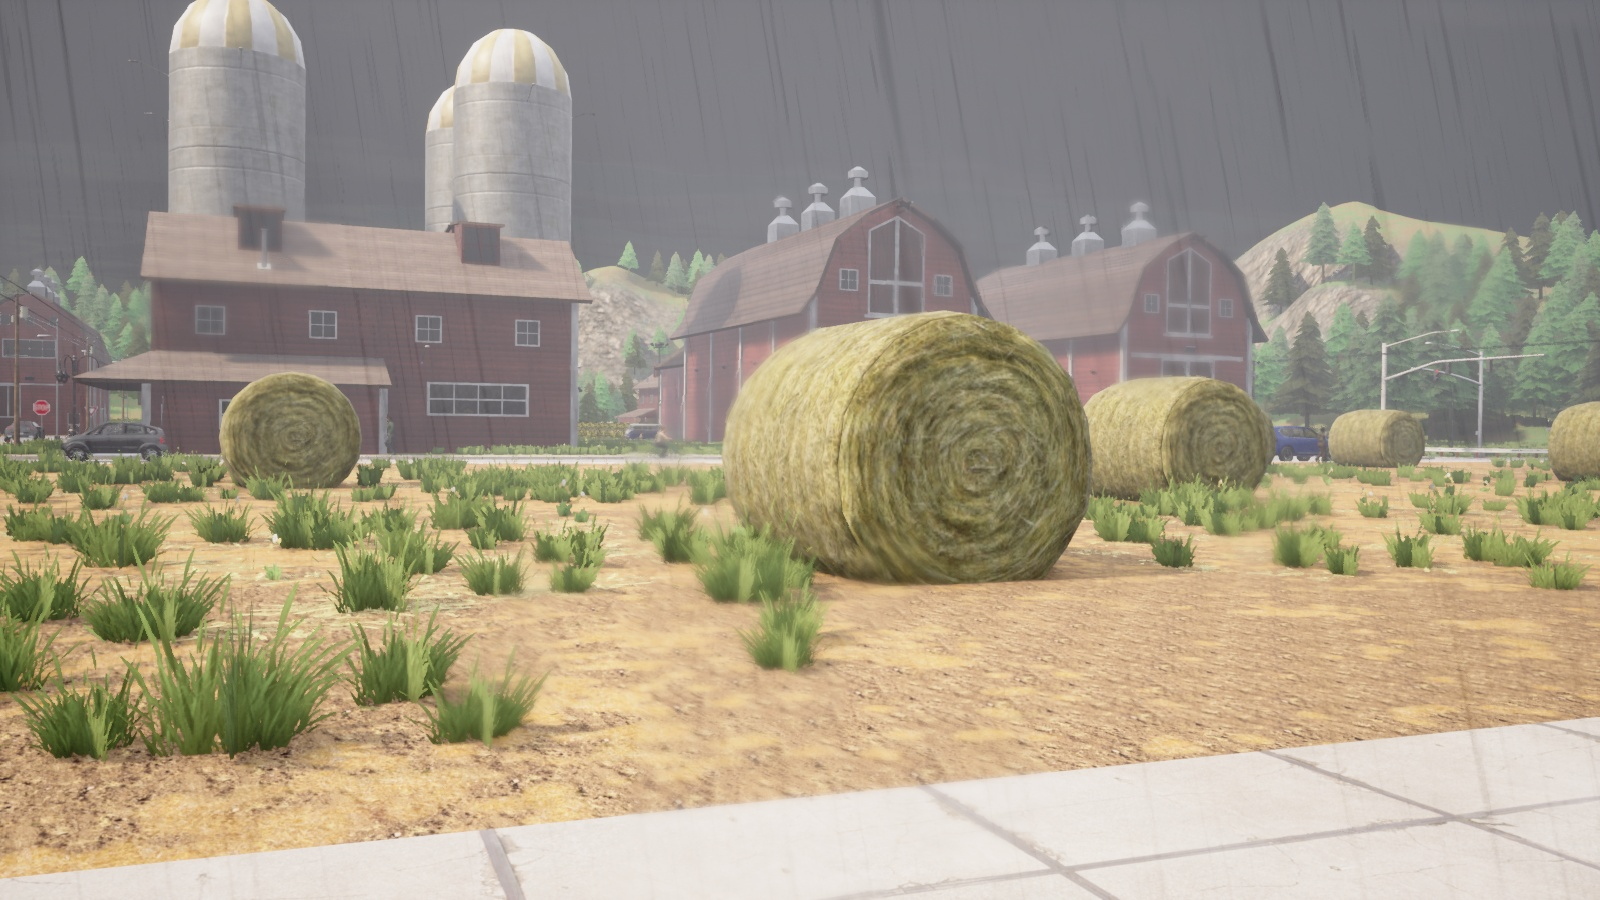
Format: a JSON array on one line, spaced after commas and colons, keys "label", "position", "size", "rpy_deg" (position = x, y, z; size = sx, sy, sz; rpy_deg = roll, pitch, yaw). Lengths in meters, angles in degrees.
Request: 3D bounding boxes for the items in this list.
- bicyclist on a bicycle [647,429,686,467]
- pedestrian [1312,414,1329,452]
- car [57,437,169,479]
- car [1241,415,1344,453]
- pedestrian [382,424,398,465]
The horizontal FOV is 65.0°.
[{"label": "bicyclist on a bicycle", "position": [-5.857, -0.090, 55.074], "size": [1.509, 1.612, 0.866], "rpy_deg": [-1, 1, -24]}, {"label": "pedestrian", "position": [26.216, -0.851, 63.218], "size": [0.692, 1.930, 0.395], "rpy_deg": [-1, 1, -14]}, {"label": "car", "position": [-26.882, 0.274, 49.238], "size": [3.705, 1.549, 1.789], "rpy_deg": [-1, 1, -25]}, {"label": "car", "position": [27.680, -0.921, 70.506], "size": [5.566, 2.045, 2.150], "rpy_deg": [-1, 1, -25]}, {"label": "pedestrian", "position": [-18.782, -0.264, 57.495], "size": [0.614, 1.847, 0.353], "rpy_deg": [-1, 1, -27]}]
